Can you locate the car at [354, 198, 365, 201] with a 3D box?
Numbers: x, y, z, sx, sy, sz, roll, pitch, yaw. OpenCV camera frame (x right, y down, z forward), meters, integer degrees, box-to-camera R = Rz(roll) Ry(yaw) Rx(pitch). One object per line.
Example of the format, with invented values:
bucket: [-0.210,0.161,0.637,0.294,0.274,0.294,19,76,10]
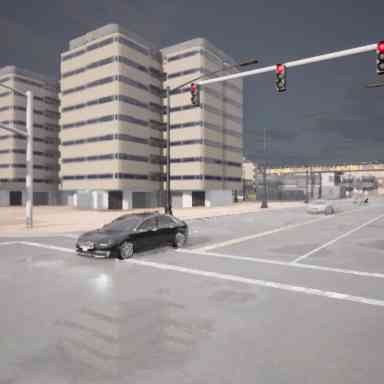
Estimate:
car: [28.125,1.357,55.261,2.128,1.511,4.902,0,0,35]

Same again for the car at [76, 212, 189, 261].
car: [-2.018,1.565,12.585,1.837,1.490,4.892,0,0,35]

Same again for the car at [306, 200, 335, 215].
car: [13.235,1.536,34.176,1.812,1.442,4.674,0,0,35]
